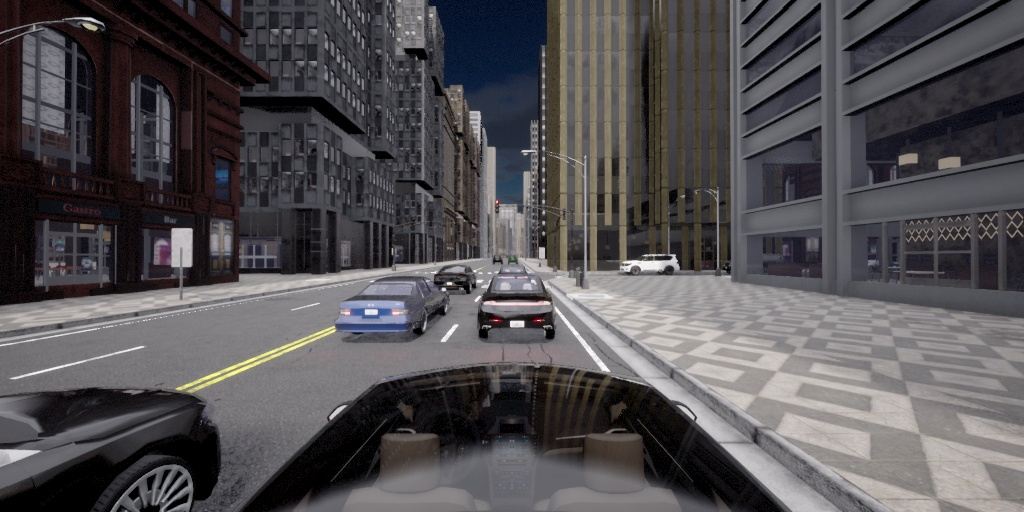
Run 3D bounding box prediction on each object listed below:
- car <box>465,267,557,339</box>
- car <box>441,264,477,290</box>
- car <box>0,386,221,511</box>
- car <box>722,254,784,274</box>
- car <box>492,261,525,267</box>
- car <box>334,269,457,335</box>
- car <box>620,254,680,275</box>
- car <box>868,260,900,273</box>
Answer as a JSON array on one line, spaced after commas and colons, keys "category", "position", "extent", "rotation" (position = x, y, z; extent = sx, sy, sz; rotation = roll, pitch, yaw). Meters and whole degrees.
[{"category": "car", "position": [0.120, 1.238, 10.074], "extent": [2.128, 1.511, 4.902], "rotation": [0, 0, 0]}, {"category": "car", "position": [-3.101, 1.210, 20.263], "extent": [1.882, 1.535, 5.008], "rotation": [0, 0, 0]}, {"category": "car", "position": [-3.149, 1.241, 0.751], "extent": [2.128, 1.511, 4.902], "rotation": [0, 0, 0]}, {"category": "car", "position": [24.164, 0.814, 35.829], "extent": [5.566, 2.045, 2.150], "rotation": [0, 0, 0]}, {"category": "car", "position": [0.045, 1.225, 19.504], "extent": [2.128, 1.511, 4.902], "rotation": [0, 0, 0]}, {"category": "car", "position": [-3.129, 1.293, 10.494], "extent": [2.033, 1.411, 5.357], "rotation": [0, 0, 0]}, {"category": "car", "position": [13.737, 0.859, 35.829], "extent": [5.566, 2.045, 2.150], "rotation": [0, 0, 0]}, {"category": "car", "position": [36.404, 1.092, 35.816], "extent": [5.357, 1.411, 2.033], "rotation": [0, 0, -1]}]
